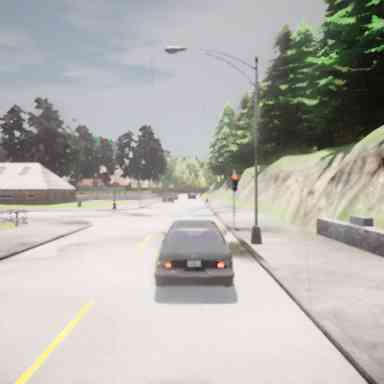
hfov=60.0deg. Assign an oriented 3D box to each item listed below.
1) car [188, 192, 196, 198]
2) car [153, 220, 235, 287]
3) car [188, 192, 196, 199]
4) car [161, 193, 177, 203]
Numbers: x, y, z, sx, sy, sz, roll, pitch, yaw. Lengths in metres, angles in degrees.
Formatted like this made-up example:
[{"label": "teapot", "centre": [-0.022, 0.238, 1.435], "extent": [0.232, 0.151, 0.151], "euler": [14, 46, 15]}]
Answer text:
[{"label": "car", "centre": [-0.008, 0.743, 86.315], "extent": [1.812, 1.442, 4.674], "euler": [0, 0, 0]}, {"label": "car", "centre": [0.058, 1.475, 9.205], "extent": [2.033, 1.411, 5.357], "euler": [0, 0, 0]}, {"label": "car", "centre": [-0.007, 0.931, 75.956], "extent": [2.128, 1.511, 4.902], "euler": [0, 0, 0]}, {"label": "car", "centre": [-4.069, 1.071, 56.422], "extent": [1.837, 1.490, 4.892], "euler": [0, 0, 0]}]
